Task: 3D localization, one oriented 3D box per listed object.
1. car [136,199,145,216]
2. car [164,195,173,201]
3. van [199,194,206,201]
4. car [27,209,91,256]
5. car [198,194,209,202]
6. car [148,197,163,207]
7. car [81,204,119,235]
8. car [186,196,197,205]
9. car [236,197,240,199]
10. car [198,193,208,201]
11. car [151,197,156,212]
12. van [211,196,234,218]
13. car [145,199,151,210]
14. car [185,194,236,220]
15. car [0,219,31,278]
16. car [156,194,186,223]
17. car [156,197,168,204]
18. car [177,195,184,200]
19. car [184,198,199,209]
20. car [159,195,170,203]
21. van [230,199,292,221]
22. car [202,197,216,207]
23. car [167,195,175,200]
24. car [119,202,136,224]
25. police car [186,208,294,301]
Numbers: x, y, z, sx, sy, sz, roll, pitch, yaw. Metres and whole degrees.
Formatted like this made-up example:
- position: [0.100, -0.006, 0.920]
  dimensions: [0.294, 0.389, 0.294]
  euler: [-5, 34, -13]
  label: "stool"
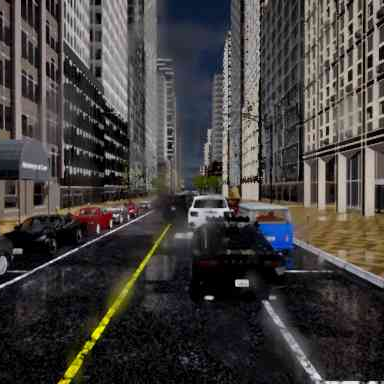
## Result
- position: [-5.725, 1.575, 30.102]
  dimensions: [1.802, 1.307, 4.206]
  euler: [-1, 0, 0]
  label: "car"
- position: [-5.767, 1.503, 81.085]
  dimensions: [1.752, 1.417, 4.829]
  euler: [-1, 0, 0]
  label: "car"
- position: [2.606, 1.317, 86.946]
  dimensions: [1.690, 1.788, 3.998]
  euler: [-1, 0, 0]
  label: "van"
- position: [-5.710, 1.563, 13.051]
  dimensions: [1.947, 1.339, 4.313]
  euler: [-1, 0, 0]
  label: "car"
- position: [2.615, 1.295, 75.578]
  dimensions: [2.192, 1.841, 5.009]
  euler: [-1, 0, 0]
  label: "car"
- position: [-5.744, 1.538, 52.836]
  dimensions: [2.008, 1.369, 4.403]
  euler: [-1, 0, 0]
  label: "car"
- position: [-5.715, 1.540, 18.735]
  dimensions: [1.887, 1.381, 4.507]
  euler: [-1, 0, 0]
  label: "car"
- position: [-0.052, 1.511, 59.413]
  dimensions: [1.812, 1.442, 4.674]
  euler: [0, 0, 0]
  label: "car"
- position: [2.658, 1.309, 24.425]
  dimensions: [2.192, 1.841, 5.009]
  euler: [-1, 0, 0]
  label: "car"
- position: [2.611, 1.293, 81.262]
  dimensions: [2.192, 1.841, 5.009]
  euler: [-1, 0, 0]
  label: "car"
- position: [-3.120, 1.211, 39.452]
  dimensions: [2.150, 2.045, 5.566]
  euler: [0, 0, 0]
  label: "car"
- position: [2.654, 1.334, 30.109]
  dimensions: [1.690, 1.788, 3.998]
  euler: [-1, 0, 0]
  label: "van"
- position: [-5.735, 1.541, 41.469]
  dimensions: [2.008, 1.369, 4.403]
  euler: [-1, 0, 0]
  label: "car"
- position: [0.883, 1.220, 18.434]
  dimensions: [2.150, 2.045, 5.566]
  euler: [0, 0, 0]
  label: "car"
- position: [-5.706, 1.549, 7.367]
  dimensions: [2.008, 1.369, 4.403]
  euler: [-1, 0, 0]
  label: "car"
- position: [-0.165, 1.214, 24.787]
  dimensions: [2.150, 2.045, 5.566]
  euler: [-1, 0, 24]
  label: "car"
- position: [-5.753, 1.565, 64.204]
  dimensions: [1.802, 1.307, 4.206]
  euler: [-1, 0, 0]
  label: "car"
- position: [-3.079, 1.575, 91.090]
  dimensions: [1.895, 1.301, 4.718]
  euler: [0, 0, 0]
  label: "car"
- position: [-0.027, 1.553, 45.684]
  dimensions: [1.994, 1.385, 4.181]
  euler: [0, 0, 1]
  label: "car"
- position: [-5.759, 1.422, 69.887]
  dimensions: [1.967, 1.590, 4.097]
  euler: [-1, 0, 0]
  label: "car"
- position: [2.668, 1.338, 13.058]
  dimensions: [1.690, 1.788, 3.998]
  euler: [-1, 0, 0]
  label: "van"
- position: [2.637, 1.538, 52.843]
  dimensions: [2.008, 1.369, 4.403]
  euler: [-1, 0, 0]
  label: "car"
- position: [-5.777, 1.539, 92.622]
  dimensions: [1.947, 1.339, 4.313]
  euler: [-1, 0, 0]
  label: "car"
- position: [-5.721, 1.545, 24.418]
  dimensions: [2.008, 1.369, 4.403]
  euler: [-1, 0, 0]
  label: "car"
- position: [0.891, 1.423, 8.513]
  dimensions: [1.930, 1.638, 5.238]
  euler: [0, 0, 0]
  label: "police car"
